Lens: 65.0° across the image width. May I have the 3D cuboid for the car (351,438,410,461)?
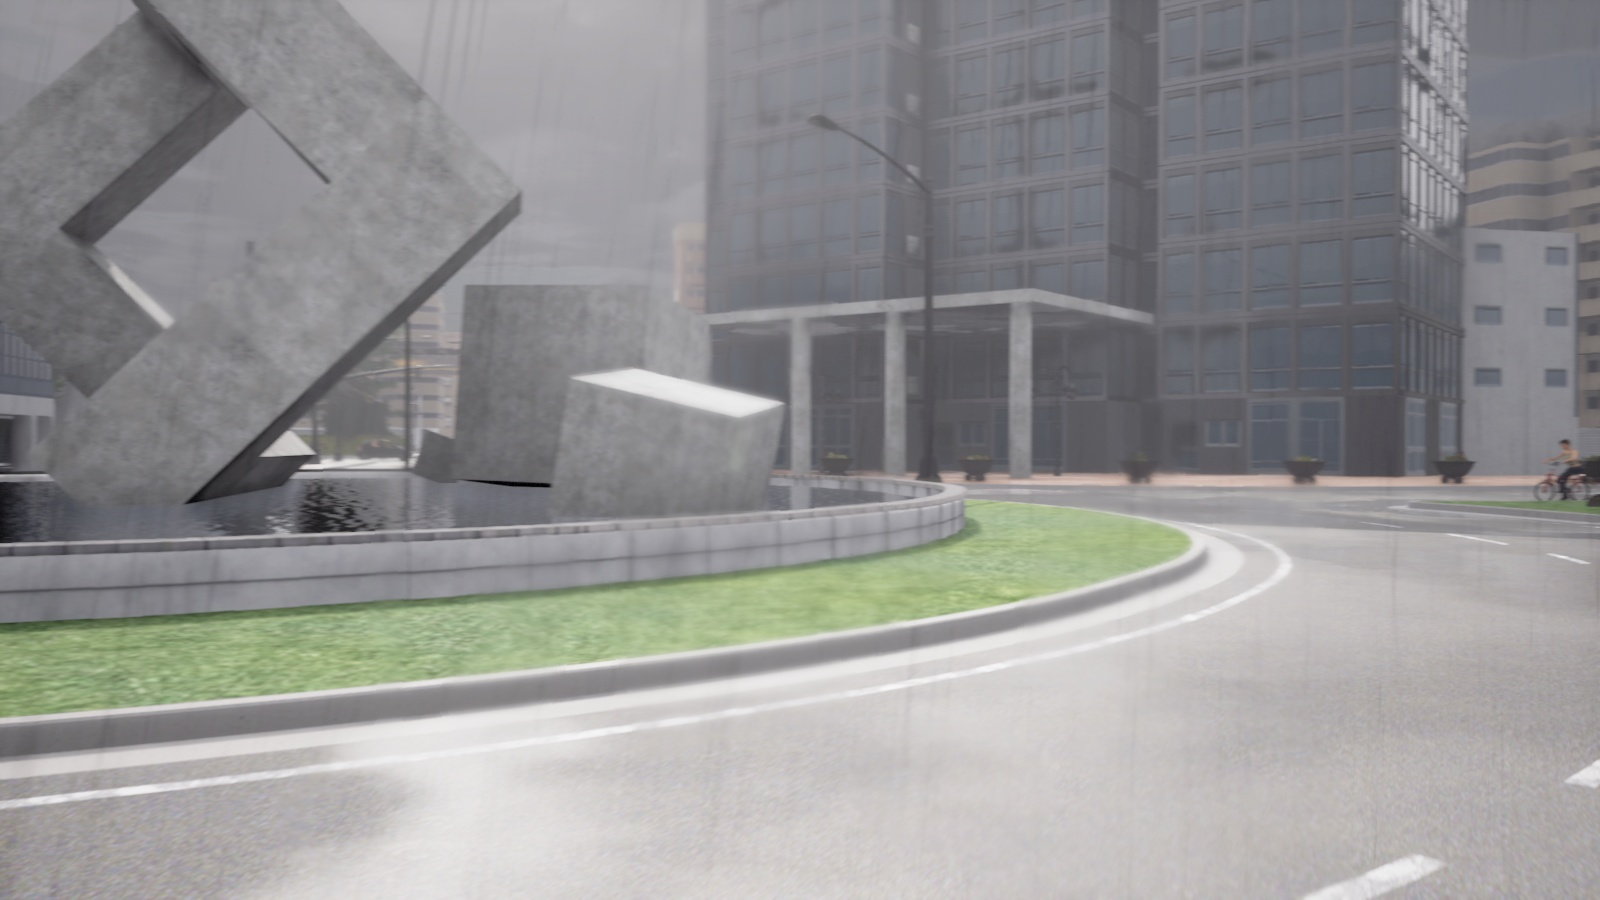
[{"bbox_3d":[-30.915,-0.041,92.625,3.988,1.617,1.851,0,0,-13],"label":"car"}]

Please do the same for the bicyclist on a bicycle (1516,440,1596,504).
[{"bbox_3d":[19.253,0.551,31.996,1.509,1.612,0.866,0,0,-6],"label":"bicyclist on a bicycle"}]
